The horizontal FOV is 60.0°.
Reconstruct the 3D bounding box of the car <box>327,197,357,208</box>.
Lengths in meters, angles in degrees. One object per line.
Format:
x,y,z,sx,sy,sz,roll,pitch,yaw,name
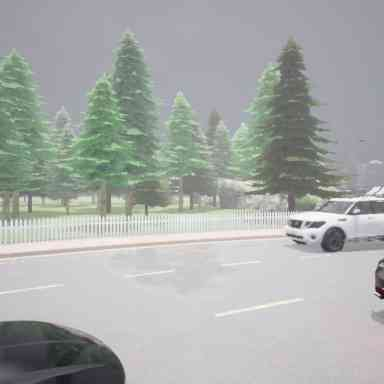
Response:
22.384,1.533,49.832,1.882,1.535,5.008,0,0,-4,car

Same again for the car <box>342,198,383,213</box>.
19.607,1.546,38.300,2.128,1.511,4.902,0,0,-4,car

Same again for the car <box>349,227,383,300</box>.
5.605,1.492,6.112,4.902,1.511,2.128,0,0,-24,car

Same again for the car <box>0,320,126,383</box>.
-2.740,1.478,1.608,5.008,1.535,1.882,0,0,-37,car

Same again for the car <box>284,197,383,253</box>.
6.596,1.222,13.673,5.566,2.045,2.150,0,0,-16,car
